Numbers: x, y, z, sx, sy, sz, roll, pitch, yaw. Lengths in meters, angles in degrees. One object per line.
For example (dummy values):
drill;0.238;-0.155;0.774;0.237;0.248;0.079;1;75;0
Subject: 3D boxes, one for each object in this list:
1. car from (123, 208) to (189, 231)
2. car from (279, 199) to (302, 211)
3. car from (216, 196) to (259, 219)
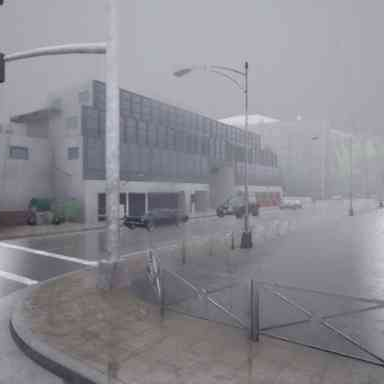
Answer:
car;-2.315;1.772;22.159;1.895;1.301;4.718;0;0;35
car;12.995;1.696;43.540;1.812;1.442;4.674;0;0;36
car;4.483;1.388;31.690;2.150;2.045;5.566;0;1;36
